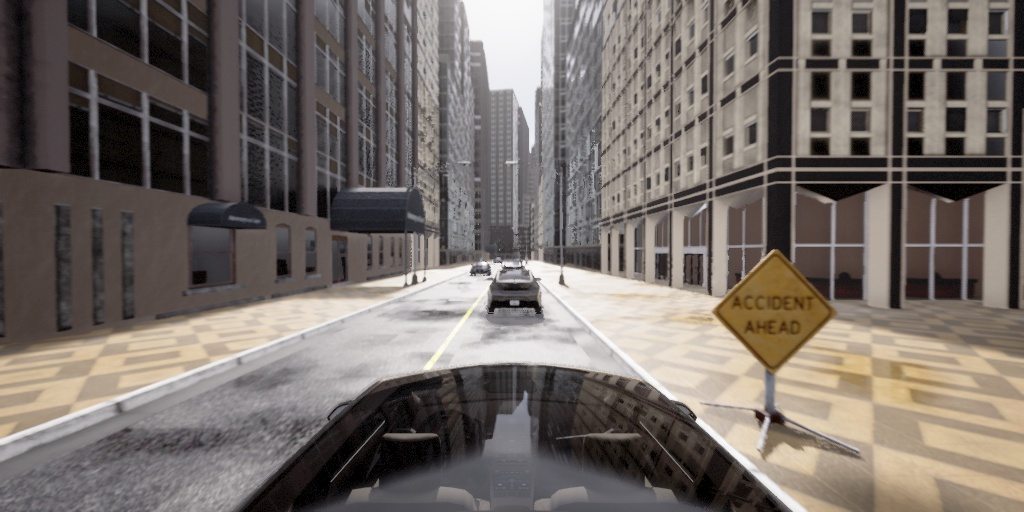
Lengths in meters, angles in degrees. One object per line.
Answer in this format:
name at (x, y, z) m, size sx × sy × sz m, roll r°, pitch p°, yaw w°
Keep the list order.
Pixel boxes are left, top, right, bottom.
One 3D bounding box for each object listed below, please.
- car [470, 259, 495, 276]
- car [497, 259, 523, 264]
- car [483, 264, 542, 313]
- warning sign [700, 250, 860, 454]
car at (-3.097, 1.270, 36.344) m, size 1.994 × 1.385 × 4.181 m, roll 0°, pitch 0°, yaw 0°
car at (0.092, 1.204, 29.429) m, size 2.128 × 1.511 × 4.902 m, roll 0°, pitch 0°, yaw 0°
car at (0.091, 1.236, 13.820) m, size 1.837 × 1.490 × 4.892 m, roll 0°, pitch 0°, yaw 0°
warning sign at (2.717, 0.862, 3.795) m, size 1.300 × 1.860 × 1.060 m, roll 0°, pitch 0°, yaw 0°
